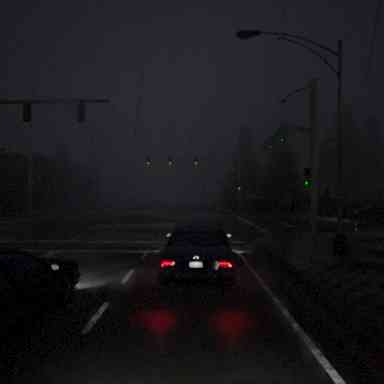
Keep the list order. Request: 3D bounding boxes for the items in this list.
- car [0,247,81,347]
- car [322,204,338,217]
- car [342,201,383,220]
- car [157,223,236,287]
[{"bbox_3d":[-3.423,1.568,5.004,2.033,1.411,5.357,0,0,1],"label":"car"},{"bbox_3d":[14.965,1.632,31.804,4.892,1.490,1.837,0,0,0],"label":"car"},{"bbox_3d":[15.643,1.640,28.281,4.674,1.442,1.812,0,0,0],"label":"car"},{"bbox_3d":[0.180,1.586,9.505,2.033,1.411,5.357,0,0,2],"label":"car"}]
